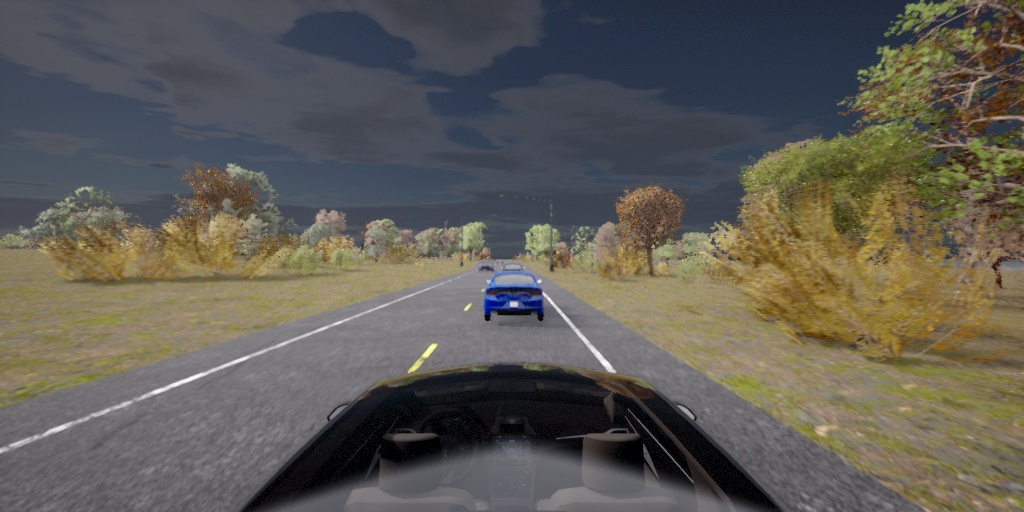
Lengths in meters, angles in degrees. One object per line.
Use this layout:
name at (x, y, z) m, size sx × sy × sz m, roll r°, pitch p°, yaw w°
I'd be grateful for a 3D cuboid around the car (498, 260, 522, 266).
car at (0.081, 1.310, 29.184) m, size 1.882 × 1.535 × 5.008 m, roll 0°, pitch 0°, yaw 0°

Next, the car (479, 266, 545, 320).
car at (0.072, 1.261, 12.813) m, size 1.882 × 1.535 × 5.008 m, roll 0°, pitch -1°, yaw 0°

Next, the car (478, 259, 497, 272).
car at (-3.576, 1.258, 49.975) m, size 2.097 × 1.767 × 4.553 m, roll 0°, pitch 0°, yaw 0°
